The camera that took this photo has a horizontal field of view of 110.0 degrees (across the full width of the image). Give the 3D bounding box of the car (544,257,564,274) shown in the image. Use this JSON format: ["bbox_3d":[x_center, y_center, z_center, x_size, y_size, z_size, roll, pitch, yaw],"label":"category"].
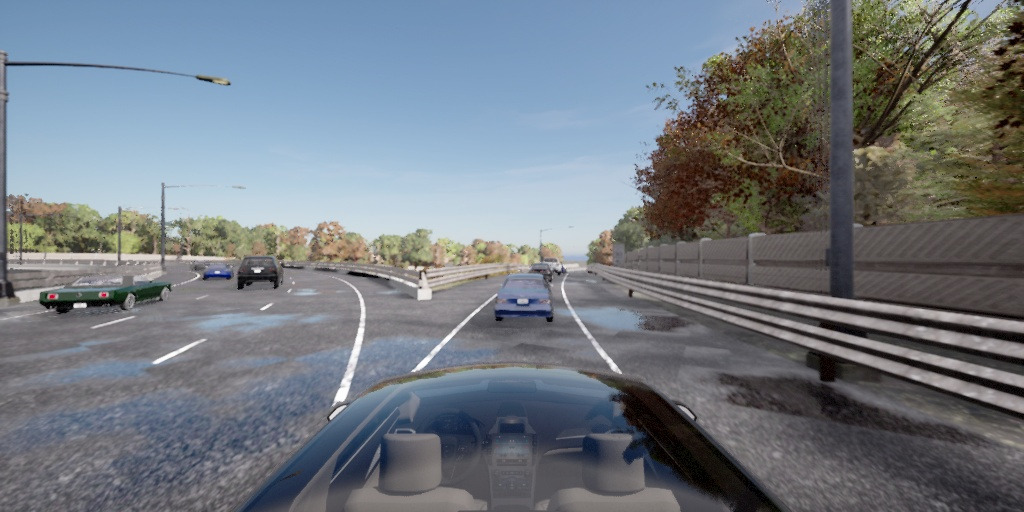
[{"bbox_3d":[4.772,1.222,43.001,2.150,2.045,5.566,0,-2,10],"label":"car"}]

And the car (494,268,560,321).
[{"bbox_3d":[0.489,1.324,12.576,2.033,1.411,5.357,0,0,4],"label":"car"}]

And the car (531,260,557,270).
[{"bbox_3d":[2.422,1.324,28.999,1.837,1.490,4.892,0,0,9],"label":"car"}]

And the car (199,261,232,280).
[{"bbox_3d":[-26.485,1.371,32.384,1.994,1.385,4.181,0,0,-37],"label":"car"}]

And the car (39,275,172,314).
[{"bbox_3d":[-15.429,1.370,14.044,1.895,1.301,4.718,0,0,-25],"label":"car"}]

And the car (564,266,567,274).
[{"bbox_3d":[7.138,1.978,55.982,1.882,1.535,5.008,0,-3,10],"label":"car"}]

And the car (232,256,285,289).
[{"bbox_3d":[-16.619,1.015,23.864,2.150,2.045,5.566,0,0,-30],"label":"car"}]
